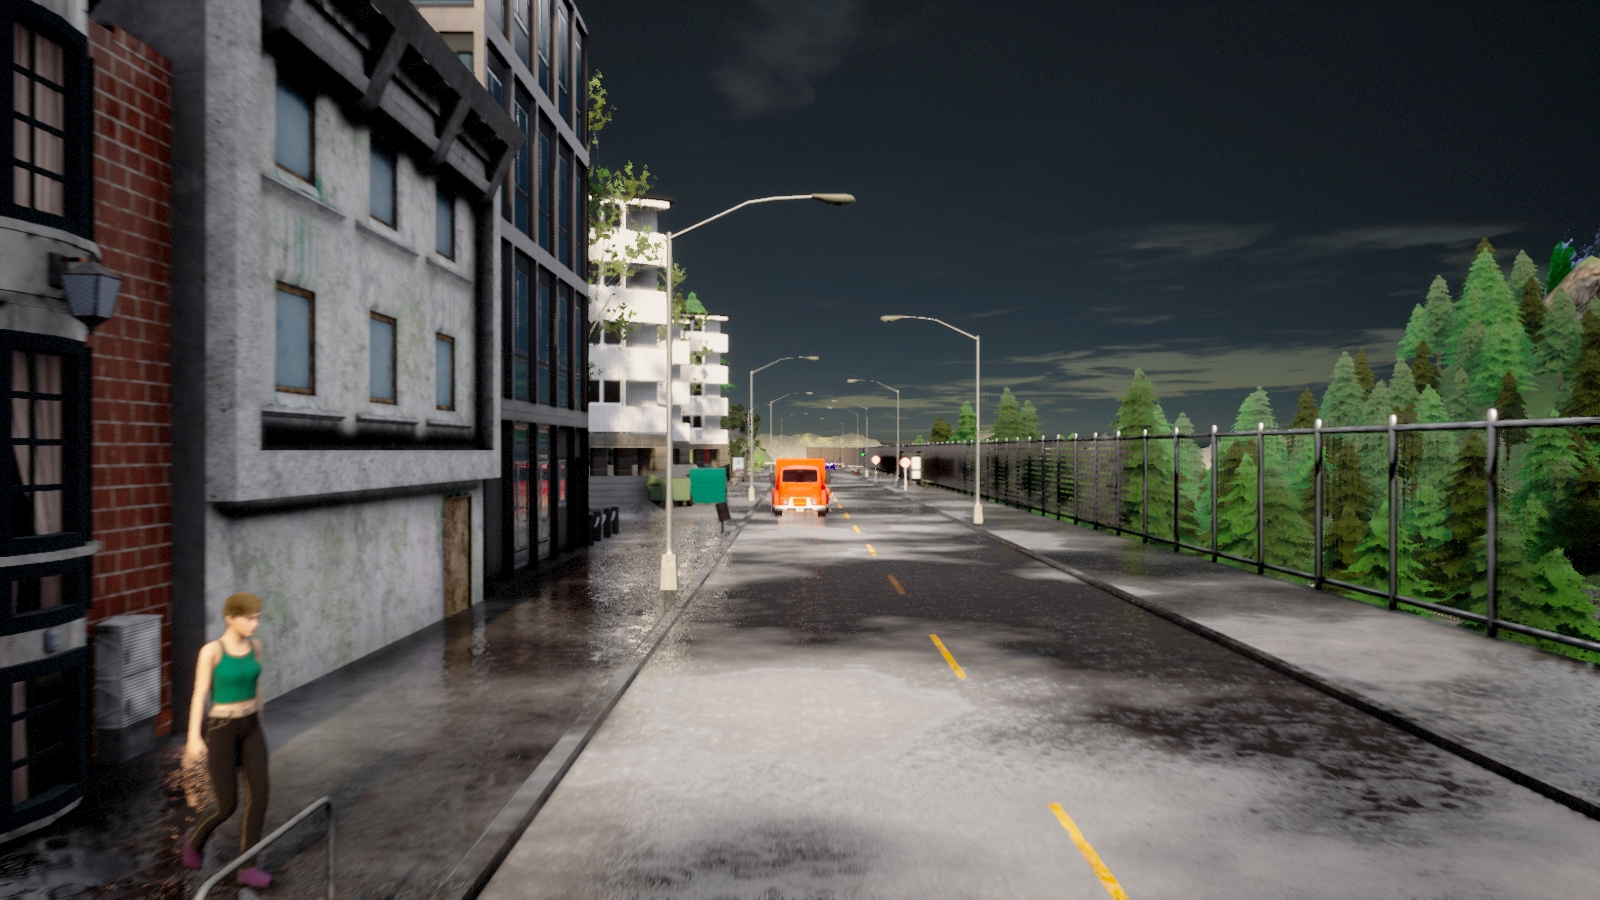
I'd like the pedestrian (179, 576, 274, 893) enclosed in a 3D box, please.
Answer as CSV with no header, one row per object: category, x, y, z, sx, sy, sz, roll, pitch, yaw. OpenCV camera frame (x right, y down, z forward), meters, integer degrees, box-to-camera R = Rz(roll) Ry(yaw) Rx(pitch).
pedestrian,-3.585,1.744,7.148,0.375,1.860,0.375,0,0,26

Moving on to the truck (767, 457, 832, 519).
truck,0.021,1.568,48.802,2.627,2.467,5.204,0,0,1
